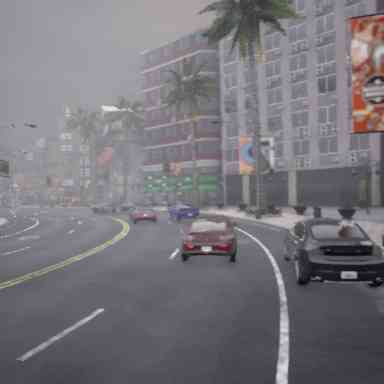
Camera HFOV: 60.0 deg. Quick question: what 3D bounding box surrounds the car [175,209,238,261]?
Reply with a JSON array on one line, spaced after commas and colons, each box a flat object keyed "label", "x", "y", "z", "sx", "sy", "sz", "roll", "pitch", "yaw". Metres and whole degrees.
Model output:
[{"label": "car", "x": 0.724, "y": 1.593, "z": 12.502, "sx": 1.812, "sy": 1.442, "sz": 4.674, "roll": -1, "pitch": 0, "yaw": 7}]

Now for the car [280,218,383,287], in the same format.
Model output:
[{"label": "car", "x": 3.656, "y": 1.475, "z": 9.261, "sx": 1.837, "sy": 1.490, "sz": 4.892, "roll": -2, "pitch": 0, "yaw": 10}]

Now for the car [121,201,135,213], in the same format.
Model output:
[{"label": "car", "x": -8.138, "y": 1.998, "z": 44.194, "sx": 2.128, "sy": 1.511, "sz": 4.902, "roll": -1, "pitch": -1, "yaw": -35}]

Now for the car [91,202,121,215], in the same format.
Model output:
[{"label": "car", "x": -11.448, "y": 2.072, "z": 42.841, "sx": 2.128, "sy": 1.511, "sz": 4.902, "roll": -1, "pitch": -1, "yaw": -36}]

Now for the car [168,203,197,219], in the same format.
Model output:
[{"label": "car", "x": -0.811, "y": 1.696, "z": 29.101, "sx": 1.882, "sy": 1.535, "sz": 5.008, "roll": -1, "pitch": 0, "yaw": -15}]

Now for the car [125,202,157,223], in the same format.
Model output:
[{"label": "car", "x": -4.321, "y": 1.868, "z": 28.666, "sx": 1.994, "sy": 1.385, "sz": 4.181, "roll": -1, "pitch": 0, "yaw": -16}]
